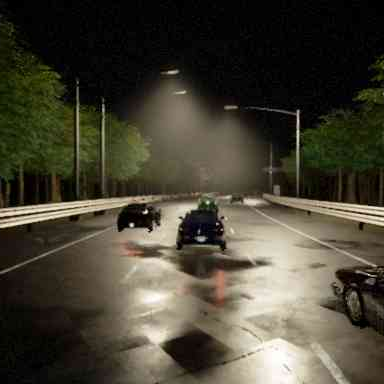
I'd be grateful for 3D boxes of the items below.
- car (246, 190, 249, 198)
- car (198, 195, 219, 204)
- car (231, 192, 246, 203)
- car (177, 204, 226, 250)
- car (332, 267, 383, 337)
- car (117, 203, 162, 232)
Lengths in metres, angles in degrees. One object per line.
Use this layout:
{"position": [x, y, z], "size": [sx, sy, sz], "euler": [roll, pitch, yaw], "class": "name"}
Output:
{"position": [13.185, 0.879, 86.455], "size": [1.837, 1.490, 4.892], "euler": [0, 0, 13], "class": "car"}
{"position": [1.718, 1.111, 34.587], "size": [2.097, 1.767, 4.553], "euler": [0, 0, 5], "class": "car"}
{"position": [7.828, 0.946, 57.499], "size": [2.097, 1.767, 4.553], "euler": [0, 0, 8], "class": "car"}
{"position": [0.401, 1.429, 13.764], "size": [1.812, 1.442, 4.674], "euler": [0, 0, 2], "class": "car"}
{"position": [3.532, 1.524, 3.830], "size": [2.033, 1.411, 5.357], "euler": [0, 0, 1], "class": "car"}
{"position": [-2.878, 1.369, 18.916], "size": [1.837, 1.490, 4.892], "euler": [0, 0, 3], "class": "car"}
